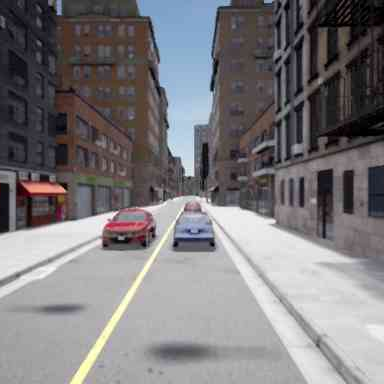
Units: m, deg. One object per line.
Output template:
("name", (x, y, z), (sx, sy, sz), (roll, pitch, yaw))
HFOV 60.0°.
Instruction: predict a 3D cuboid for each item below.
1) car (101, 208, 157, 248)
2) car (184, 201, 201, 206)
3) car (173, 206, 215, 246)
("car", (-2.756, 1.547, 15.435), (1.882, 1.535, 5.008), (0, 0, 0))
("car", (0.087, 1.724, 37.615), (1.994, 1.385, 4.181), (0, 0, 0))
("car", (0.092, 1.618, 15.737), (2.033, 1.411, 5.357), (0, 0, 0))
